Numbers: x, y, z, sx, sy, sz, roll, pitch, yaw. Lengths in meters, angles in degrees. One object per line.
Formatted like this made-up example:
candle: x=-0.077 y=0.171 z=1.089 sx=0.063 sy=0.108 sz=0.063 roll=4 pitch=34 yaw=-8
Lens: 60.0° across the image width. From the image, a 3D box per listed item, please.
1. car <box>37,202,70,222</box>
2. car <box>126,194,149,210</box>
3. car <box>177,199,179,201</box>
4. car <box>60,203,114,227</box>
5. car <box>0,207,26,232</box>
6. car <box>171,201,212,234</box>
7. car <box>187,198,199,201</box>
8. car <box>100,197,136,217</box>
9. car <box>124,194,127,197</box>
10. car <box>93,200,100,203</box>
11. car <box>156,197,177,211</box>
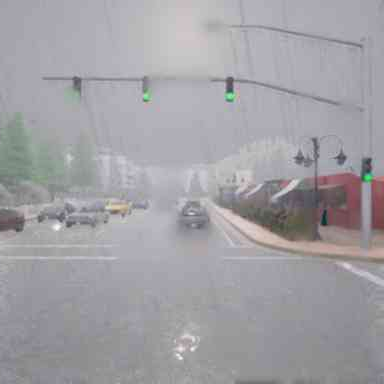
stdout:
car: x=-10.582 y=1.570 z=26.573 sx=1.812 sy=1.442 sz=4.674 roll=0 pitch=0 yaw=0
car: x=-7.039 y=1.429 z=44.784 sx=2.097 sy=1.767 sz=4.553 roll=0 pitch=0 yaw=0
car: x=-3.472 y=1.656 z=62.027 sx=2.033 sy=1.411 sz=5.357 roll=0 pitch=0 yaw=0
car: x=-7.078 y=1.641 z=22.932 sx=1.895 sy=1.301 sz=4.718 roll=0 pitch=0 yaw=0
car: x=-10.619 y=1.555 z=17.646 sx=1.812 sy=1.442 sz=4.674 roll=0 pitch=0 yaw=1
car: x=0.110 y=1.532 z=19.360 sx=2.128 sy=1.511 sz=4.902 roll=0 pitch=0 yaw=0
car: x=0.119 y=1.583 z=42.108 sx=1.837 sy=1.490 sz=4.892 roll=0 pitch=0 yaw=0
car: x=-7.068 y=1.534 z=32.168 sx=1.882 sy=1.535 sz=5.008 roll=0 pitch=0 yaw=0
car: x=-10.474 y=1.369 z=56.313 sx=2.150 sy=2.045 sz=5.566 roll=0 pitch=0 yaw=0
car: x=-10.565 y=1.629 z=39.054 sx=1.994 sy=1.385 sz=4.181 roll=0 pitch=0 yaw=0
car: x=-3.381 y=1.567 z=41.953 sx=2.128 sy=1.511 sz=4.902 roll=0 pitch=0 yaw=0
